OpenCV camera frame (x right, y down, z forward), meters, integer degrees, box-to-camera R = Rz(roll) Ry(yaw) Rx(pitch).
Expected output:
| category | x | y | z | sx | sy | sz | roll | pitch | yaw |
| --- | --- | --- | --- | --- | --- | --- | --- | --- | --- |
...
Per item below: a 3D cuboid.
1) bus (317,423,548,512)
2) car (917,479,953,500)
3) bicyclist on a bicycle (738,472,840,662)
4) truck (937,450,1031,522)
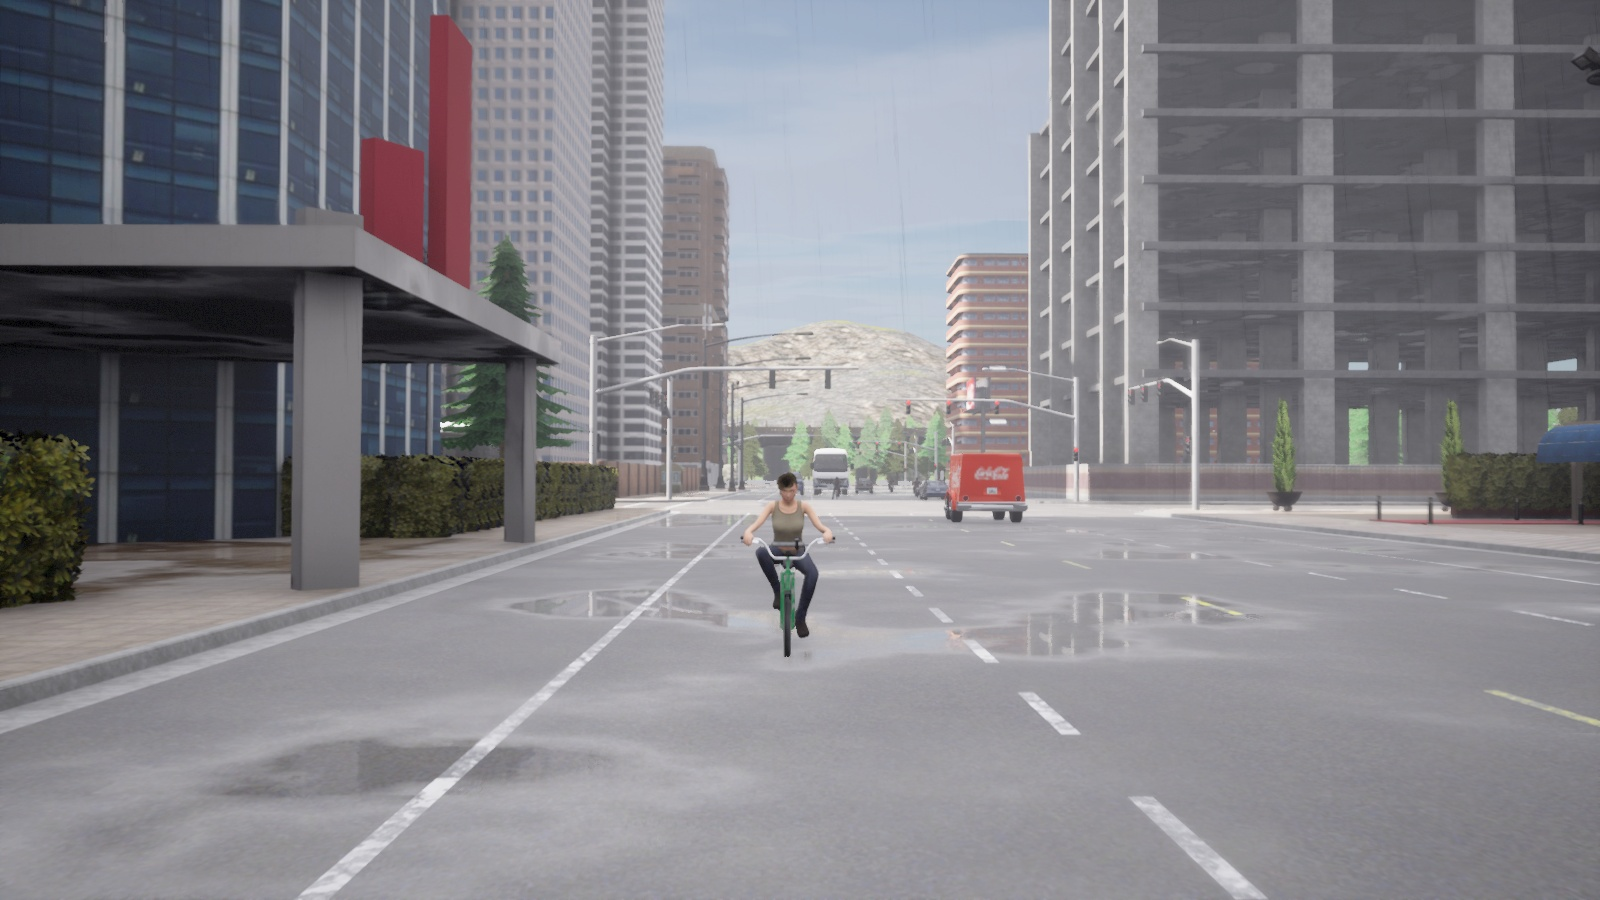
| category | x | y | z | sx | sy | sz | roll | pitch | yaw |
| --- | --- | --- | --- | --- | --- | --- | --- | --- | --- |
| bus | -18.048 | 0.889 | 62.333 | 10.273 | 4.253 | 3.944 | 0 | -1 | 0 |
| car | 9.649 | 2.810 | 90.092 | 2.033 | 1.411 | 5.357 | 0 | -1 | 0 |
| bicyclist on a bicycle | -0.102 | 1.013 | 11.479 | 0.866 | 1.612 | 1.509 | 0 | -1 | 0 |
| truck | 6.624 | 1.316 | 45.894 | 2.627 | 2.467 | 5.204 | 0 | -1 | 0 |
